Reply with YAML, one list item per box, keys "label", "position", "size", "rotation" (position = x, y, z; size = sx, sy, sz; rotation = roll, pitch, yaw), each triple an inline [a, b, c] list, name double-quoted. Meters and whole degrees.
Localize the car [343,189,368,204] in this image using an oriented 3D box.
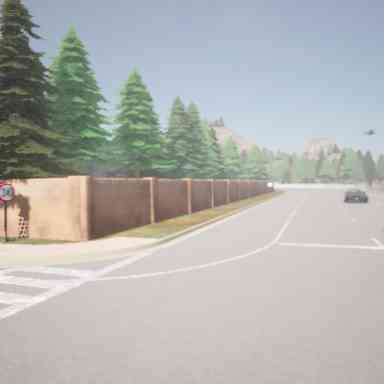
- label: "car"
  position: [16.487, 0.373, 33.745]
  size: [1.994, 1.385, 4.181]
  rotation: [0, 2, 20]
